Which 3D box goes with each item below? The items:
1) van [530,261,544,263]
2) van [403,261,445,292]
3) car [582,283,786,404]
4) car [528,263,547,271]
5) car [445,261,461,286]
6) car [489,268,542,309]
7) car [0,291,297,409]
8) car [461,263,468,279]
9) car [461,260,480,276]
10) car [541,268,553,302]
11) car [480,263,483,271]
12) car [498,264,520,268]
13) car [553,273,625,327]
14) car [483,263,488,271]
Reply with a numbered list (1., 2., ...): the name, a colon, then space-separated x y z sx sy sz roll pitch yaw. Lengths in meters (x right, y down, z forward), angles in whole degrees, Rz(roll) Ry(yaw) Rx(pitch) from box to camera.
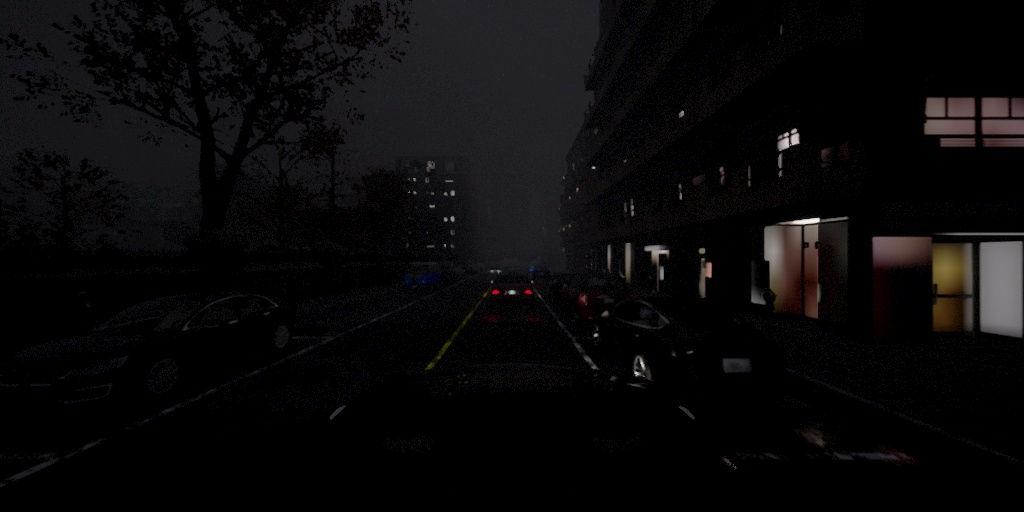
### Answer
1. van: 2.695 1.446 39.562 1.690 1.789 3.998 0 0 0
2. van: -5.688 1.289 22.957 1.690 1.789 3.998 0 0 0
3. car: 2.691 1.359 6.353 1.948 1.339 4.313 0 0 0
4. car: 2.695 1.619 34.027 1.948 1.339 4.313 0 0 0
5. car: -5.687 1.315 28.493 2.192 1.841 5.009 0 0 0
6. car: 0.003 1.429 15.837 2.033 1.411 5.357 0 -1 0
7. car: -5.690 1.343 6.353 2.007 1.370 4.403 0 0 0
8. car: -5.686 1.603 34.027 2.007 1.370 4.403 0 0 0
9. car: -5.684 1.473 45.098 2.192 1.841 5.009 0 0 0
10. car: 2.692 1.462 17.422 1.948 1.339 4.313 0 0 0
11. car: -5.683 1.777 50.633 1.948 1.339 4.313 0 0 0
12. car: 0.009 1.552 31.221 1.812 1.442 4.674 0 0 0
13. car: 2.692 1.284 11.887 1.967 1.591 4.097 0 0 0
14. car: -5.682 1.900 61.702 1.802 1.307 4.207 0 0 0
